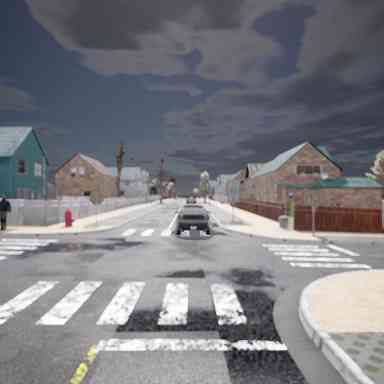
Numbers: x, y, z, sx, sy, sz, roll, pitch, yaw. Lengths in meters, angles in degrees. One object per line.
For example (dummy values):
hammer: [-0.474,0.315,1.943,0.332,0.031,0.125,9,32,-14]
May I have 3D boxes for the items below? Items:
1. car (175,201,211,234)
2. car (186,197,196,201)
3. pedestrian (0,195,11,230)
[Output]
car: [0.067,1.538,19.451,1.837,1.490,4.892,0,1,0]
car: [-0.137,1.719,66.169,1.994,1.385,4.181,0,0,0]
pedestrian: [-9.664,1.032,17.107,0.375,1.860,0.375,0,-2,0]
